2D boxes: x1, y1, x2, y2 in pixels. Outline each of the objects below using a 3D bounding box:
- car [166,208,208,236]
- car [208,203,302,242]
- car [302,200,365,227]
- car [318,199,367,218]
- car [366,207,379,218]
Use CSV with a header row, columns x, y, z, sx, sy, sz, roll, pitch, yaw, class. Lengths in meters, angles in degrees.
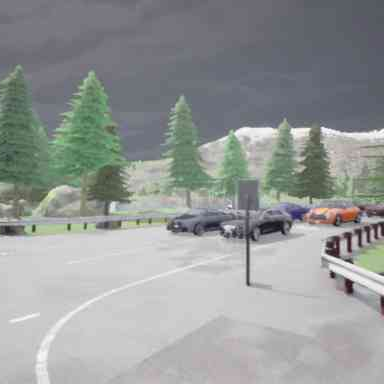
x,y,z,sx,sy,sz,roll,pitch,yaw,class
0.526,1.620,18.983,1.994,1.385,4.181,-1,0,43,car
3.324,1.524,16.846,2.128,1.511,4.902,-1,0,43,car
9.878,1.370,23.225,4.553,1.767,2.097,0,0,-41,car
14.130,1.499,31.089,5.008,1.535,1.882,0,0,-35,car
17.125,1.474,28.926,5.008,1.535,1.882,0,0,-35,car
